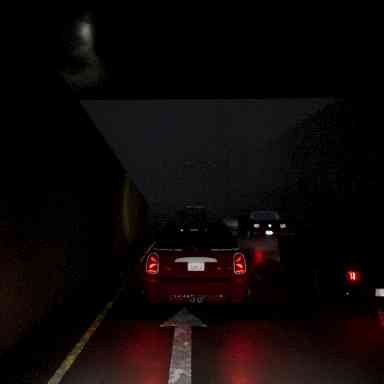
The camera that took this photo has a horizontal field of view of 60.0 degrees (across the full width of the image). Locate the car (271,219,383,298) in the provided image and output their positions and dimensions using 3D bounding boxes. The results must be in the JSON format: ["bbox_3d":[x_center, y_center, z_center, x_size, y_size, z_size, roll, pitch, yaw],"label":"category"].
[{"bbox_3d":[3.603,1.601,8.471,1.895,1.301,4.718,0,0,0],"label":"car"}]

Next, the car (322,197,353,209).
[{"bbox_3d":[17.553,1.295,39.987,1.853,1.218,4.536,0,0,45],"label":"car"}]

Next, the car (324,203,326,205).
[{"bbox_3d":[17.516,1.453,39.950,2.038,1.542,4.974,0,0,45],"label":"car"}]

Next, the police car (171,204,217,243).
[{"bbox_3d":[0.087,1.504,17.180,2.038,1.542,4.974,0,0,0],"label":"police car"}]

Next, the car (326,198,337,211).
[{"bbox_3d":[17.414,1.453,35.343,2.038,1.542,4.974,0,0,-35],"label":"car"}]

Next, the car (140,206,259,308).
[{"bbox_3d":[0.079,1.352,8.055,2.097,1.767,4.553,0,0,0],"label":"car"}]

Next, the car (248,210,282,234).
[{"bbox_3d":[3.591,1.601,17.628,1.895,1.301,4.718,0,0,0],"label":"car"}]
